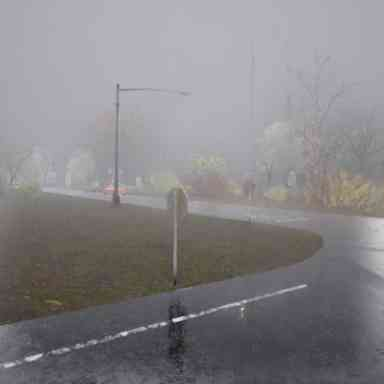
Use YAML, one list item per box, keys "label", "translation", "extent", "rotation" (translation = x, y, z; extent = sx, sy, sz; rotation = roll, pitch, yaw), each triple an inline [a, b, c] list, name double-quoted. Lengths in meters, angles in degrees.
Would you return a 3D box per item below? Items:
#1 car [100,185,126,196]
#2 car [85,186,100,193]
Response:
- label: "car"
  translation: [-12.143, -0.393, 51.977]
  extent: [2.097, 1.767, 4.553]
  rotation: [0, 2, -36]
- label: "car"
  translation: [-17.779, -0.454, 59.822]
  extent: [1.895, 1.301, 4.718]
  rotation: [0, 2, -36]
